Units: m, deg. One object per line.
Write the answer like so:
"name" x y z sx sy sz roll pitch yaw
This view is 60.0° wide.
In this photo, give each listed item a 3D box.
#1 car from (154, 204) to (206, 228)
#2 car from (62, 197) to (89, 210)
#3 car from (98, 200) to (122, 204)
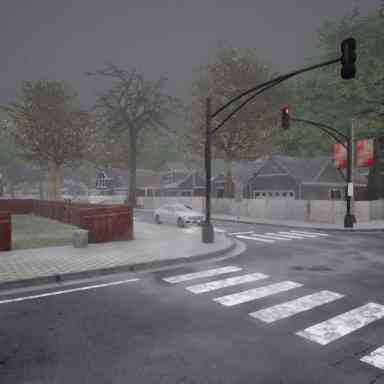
"car" -0.933 1.545 22.681 1.812 1.442 4.674 0 0 -36
"car" -15.332 1.536 42.895 1.882 1.535 5.008 0 0 -35
"car" -7.857 1.514 32.390 1.882 1.535 5.008 0 0 -36
